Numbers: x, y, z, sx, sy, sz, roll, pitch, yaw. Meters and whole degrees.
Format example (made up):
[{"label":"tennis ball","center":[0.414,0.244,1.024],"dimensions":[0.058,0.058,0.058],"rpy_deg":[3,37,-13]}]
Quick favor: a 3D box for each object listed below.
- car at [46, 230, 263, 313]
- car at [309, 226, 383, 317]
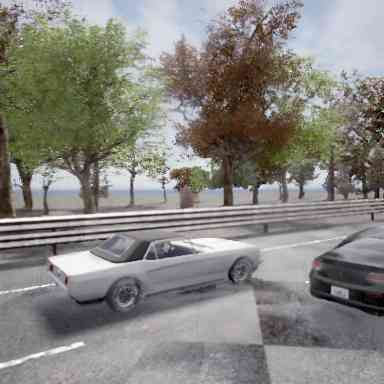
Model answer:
[{"label":"car","center":[-0.606,1.532,7.542],"dimensions":[4.718,1.301,1.895],"rpy_deg":[-1,1,-35]},{"label":"car","center":[4.270,1.408,6.643],"dimensions":[4.674,1.442,1.812],"rpy_deg":[-1,1,-34]}]
